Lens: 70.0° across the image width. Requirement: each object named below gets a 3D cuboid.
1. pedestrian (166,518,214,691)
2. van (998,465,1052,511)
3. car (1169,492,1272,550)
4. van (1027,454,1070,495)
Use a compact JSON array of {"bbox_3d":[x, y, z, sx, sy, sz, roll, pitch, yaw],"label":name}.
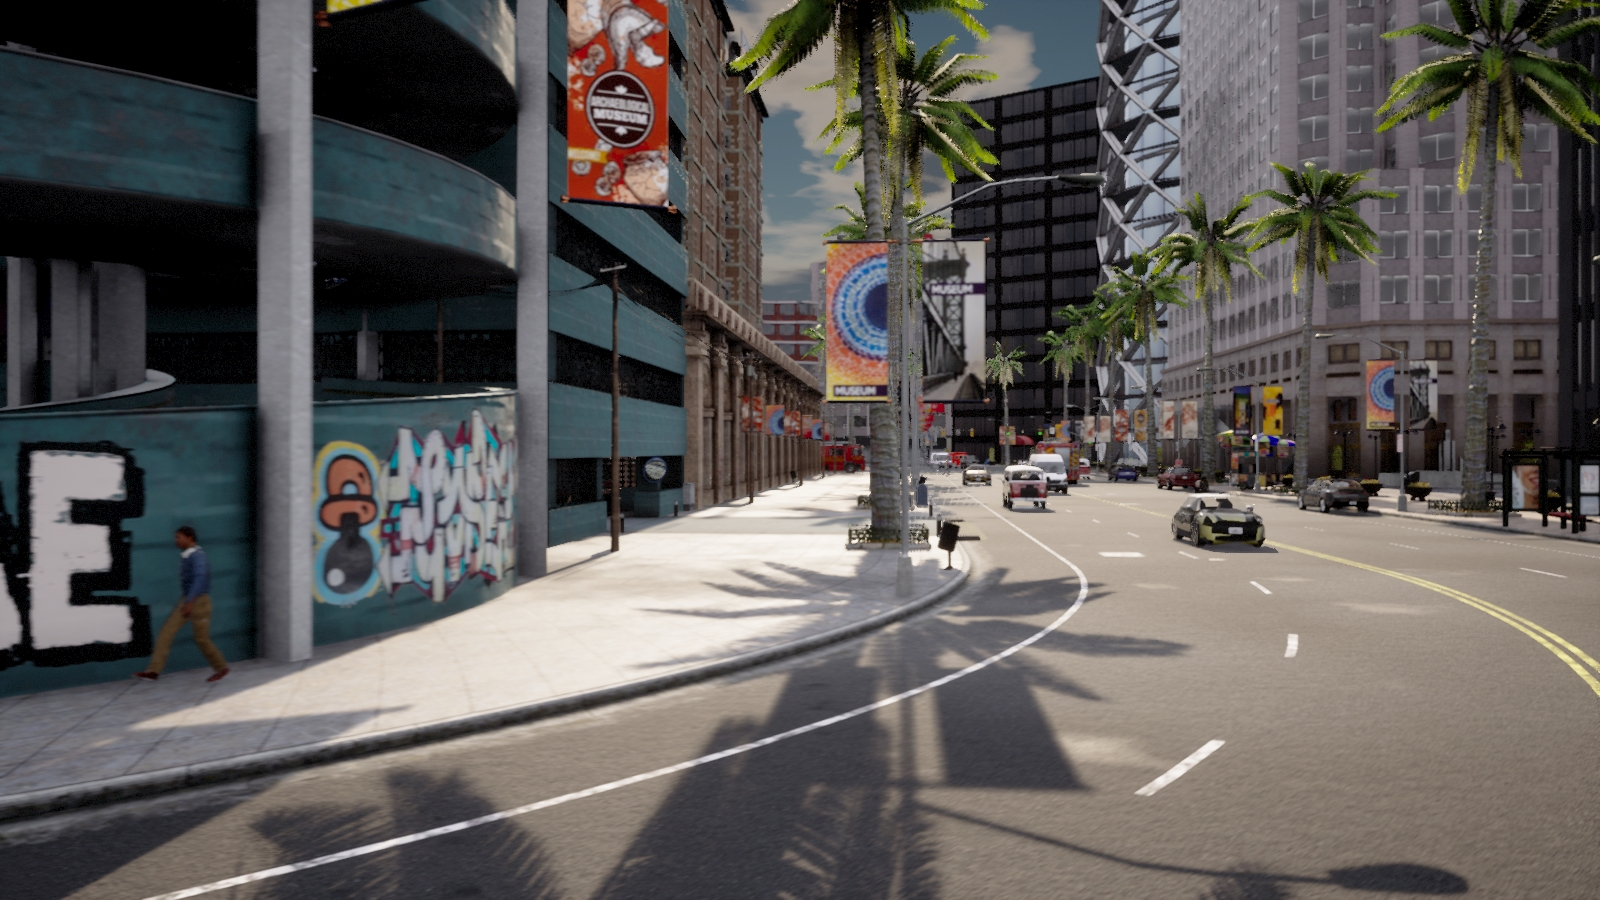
[{"bbox_3d":[-6.803,1.701,12.749,0.375,1.860,0.375,0,0,44],"label":"pedestrian"},{"bbox_3d":[10.848,1.793,55.357,2.069,2.038,4.480,0,0,5],"label":"van"},{"bbox_3d":[12.459,2.070,34.104,1.970,1.475,3.806,0,0,5],"label":"car"},{"bbox_3d":[16.047,1.549,74.103,1.988,2.561,5.915,0,0,5],"label":"van"}]
